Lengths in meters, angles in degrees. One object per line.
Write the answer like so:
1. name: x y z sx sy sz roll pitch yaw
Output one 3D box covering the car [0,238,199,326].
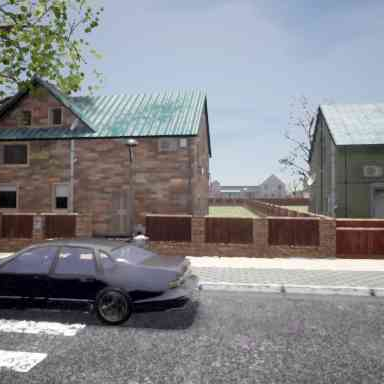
1. car: -2.567 1.690 6.899 5.357 1.411 2.033 -1 -2 9
